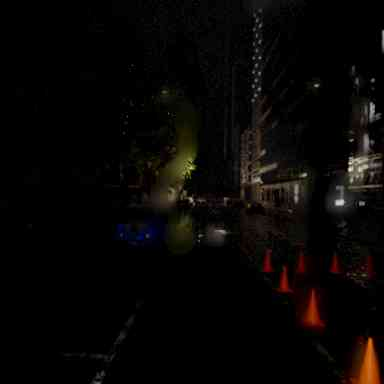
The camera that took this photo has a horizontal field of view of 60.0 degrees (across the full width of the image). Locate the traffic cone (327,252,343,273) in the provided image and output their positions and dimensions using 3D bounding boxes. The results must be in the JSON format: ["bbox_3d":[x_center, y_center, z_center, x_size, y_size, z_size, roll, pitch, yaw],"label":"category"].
[{"bbox_3d":[4.256,2.084,9.880,0.340,0.580,0.340,1,0,1],"label":"traffic cone"}]

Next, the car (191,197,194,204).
[{"bbox_3d":[-1.050,1.750,53.807,2.008,1.369,4.403,1,0,1],"label":"car"}]

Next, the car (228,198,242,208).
[{"bbox_3d":[7.326,1.899,53.576,1.887,1.381,4.507,1,0,1],"label":"car"}]

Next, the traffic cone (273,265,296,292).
[{"bbox_3d":[2.207,2.037,7.930,0.340,0.580,0.340,1,0,1],"label":"traffic cone"}]

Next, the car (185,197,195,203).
[{"bbox_3d":[-0.481,1.820,76.532,2.008,1.369,4.403,2,0,1],"label":"car"}]

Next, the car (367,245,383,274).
[{"bbox_3d":[6.194,1.683,8.309,1.752,1.417,4.829,1,0,1],"label":"car"}]

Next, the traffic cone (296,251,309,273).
[{"bbox_3d":[3.256,2.066,9.905,0.340,0.580,0.340,1,0,1],"label":"traffic cone"}]

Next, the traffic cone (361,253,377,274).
[{"bbox_3d":[5.255,2.103,9.855,0.340,0.580,0.340,1,0,1],"label":"traffic cone"}]

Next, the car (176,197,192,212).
[{"bbox_3d":[-1.334,1.702,42.444,1.887,1.381,4.507,1,0,1],"label":"car"}]

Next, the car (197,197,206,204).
[{"bbox_3d":[2.168,1.821,75.091,1.837,1.490,4.892,1,-1,1],"label":"car"}]

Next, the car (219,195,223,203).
[{"bbox_3d":[7.895,1.975,76.295,2.008,1.369,4.403,2,0,1],"label":"car"}]

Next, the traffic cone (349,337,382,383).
[{"bbox_3d":[2.107,2.015,3.932,0.340,0.580,0.340,1,0,1],"label":"traffic cone"}]

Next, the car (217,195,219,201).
[{"bbox_3d":[8.321,2.049,93.331,1.802,1.307,4.206,2,0,1],"label":"car"}]

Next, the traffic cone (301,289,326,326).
[{"bbox_3d":[2.157,2.026,5.932,0.340,0.580,0.340,1,0,1],"label":"traffic cone"}]

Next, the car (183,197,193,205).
[{"bbox_3d":[-0.769,1.761,64.998,1.752,1.417,4.829,1,0,1],"label":"car"}]

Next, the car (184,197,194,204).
[{"bbox_3d":[-0.623,1.803,70.850,2.008,1.369,4.403,2,0,1],"label":"car"}]

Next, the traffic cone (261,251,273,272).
[{"bbox_3d":[2.257,2.047,9.930,0.340,0.580,0.340,1,0,1],"label":"traffic cone"}]

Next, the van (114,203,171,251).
[{"bbox_3d":[-2.040,1.372,14.040,1.690,1.788,3.998,1,0,1],"label":"van"}]

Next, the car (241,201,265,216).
[{"bbox_3d":[6.899,1.872,36.537,1.802,1.307,4.206,1,0,1],"label":"car"}]

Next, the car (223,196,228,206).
[{"bbox_3d":[7.610,1.957,64.934,1.947,1.339,4.313,1,0,1],"label":"car"}]

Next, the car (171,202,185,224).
[{"bbox_3d":[-1.762,1.667,25.401,1.802,1.307,4.206,1,0,1],"label":"car"}]
